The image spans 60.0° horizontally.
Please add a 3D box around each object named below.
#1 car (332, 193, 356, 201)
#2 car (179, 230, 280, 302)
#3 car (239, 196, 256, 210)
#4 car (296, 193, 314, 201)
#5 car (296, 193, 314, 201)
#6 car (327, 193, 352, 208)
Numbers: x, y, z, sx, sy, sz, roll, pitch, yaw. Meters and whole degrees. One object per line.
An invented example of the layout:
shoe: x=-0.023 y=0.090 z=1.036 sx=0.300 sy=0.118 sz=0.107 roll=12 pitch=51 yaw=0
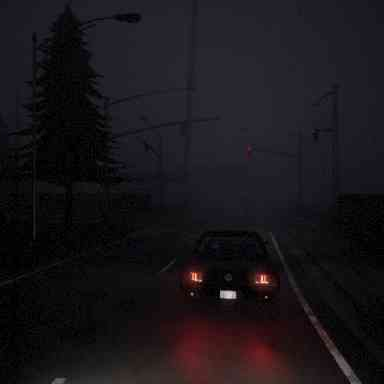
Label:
car: x=34.416 y=1.097 z=75.374 sx=4.605 sy=1.855 sz=1.932 roll=0 pitch=0 yaw=10
car: x=0.979 y=1.601 z=8.313 sx=1.895 sy=1.301 sz=4.718 roll=0 pitch=0 yaw=8
car: x=7.178 y=1.352 z=43.256 sx=2.097 sy=1.767 sz=4.553 roll=0 pitch=0 yaw=10
car: x=26.057 y=1.361 z=76.802 sx=3.806 sy=1.475 sz=1.970 roll=0 pitch=0 yaw=10
car: x=27.234 y=1.077 z=79.971 sx=3.866 sy=1.878 sz=1.905 roll=0 pitch=0 yaw=10
car: x=20.190 y=1.330 z=43.050 sx=5.027 sy=1.636 sz=2.152 roll=0 pitch=0 yaw=10
